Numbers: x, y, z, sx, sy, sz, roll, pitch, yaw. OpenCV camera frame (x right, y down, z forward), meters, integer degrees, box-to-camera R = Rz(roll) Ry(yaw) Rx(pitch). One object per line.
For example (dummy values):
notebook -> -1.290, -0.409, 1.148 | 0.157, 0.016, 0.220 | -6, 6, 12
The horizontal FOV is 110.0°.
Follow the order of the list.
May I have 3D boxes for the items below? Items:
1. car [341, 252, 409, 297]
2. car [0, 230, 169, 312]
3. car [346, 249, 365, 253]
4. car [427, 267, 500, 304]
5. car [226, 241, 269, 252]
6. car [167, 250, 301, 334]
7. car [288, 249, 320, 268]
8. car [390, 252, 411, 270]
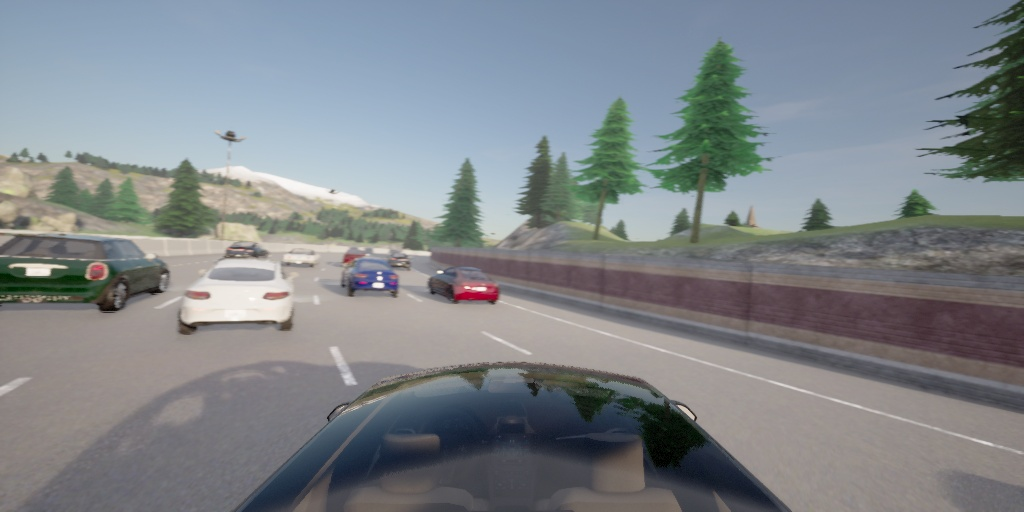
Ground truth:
car -> -5.950, 0.803, 14.971 | 1.812, 1.442, 4.674 | 5, 0, -30
car -> -10.525, 0.252, 8.990 | 2.097, 1.767, 4.553 | 5, 0, -31
car -> -13.517, 0.156, 31.022 | 1.882, 1.535, 5.008 | 5, 0, -22
car -> -2.164, 1.149, 15.379 | 1.994, 1.385, 4.181 | 5, 0, -30
car -> -18.937, -0.275, 25.816 | 2.128, 1.511, 4.902 | 5, 0, -23
car -> -6.182, 0.778, 8.429 | 1.812, 1.442, 4.674 | 5, 0, -32
car -> -15.719, 0.097, 27.087 | 1.895, 1.301, 4.718 | 5, 0, -23
car -> -10.236, 0.437, 32.231 | 2.128, 1.511, 4.902 | 5, 0, -22
